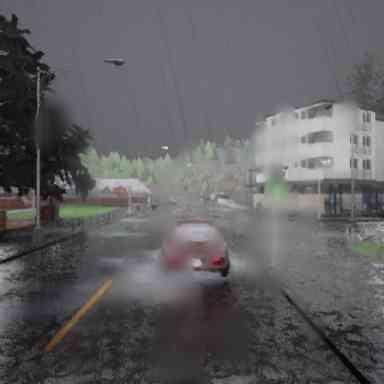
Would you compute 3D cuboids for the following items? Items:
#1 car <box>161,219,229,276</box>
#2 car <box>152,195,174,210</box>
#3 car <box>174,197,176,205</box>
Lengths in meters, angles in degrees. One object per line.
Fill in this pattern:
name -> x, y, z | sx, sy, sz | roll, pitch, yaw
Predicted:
car -> 0.090, 1.559, 10.380 | 1.812, 1.442, 4.674 | 0, 0, 0
car -> -4.079, 1.364, 44.665 | 2.150, 2.045, 5.566 | 0, 0, 0
car -> -4.023, 1.547, 61.428 | 2.097, 1.767, 4.553 | 0, 0, 1
